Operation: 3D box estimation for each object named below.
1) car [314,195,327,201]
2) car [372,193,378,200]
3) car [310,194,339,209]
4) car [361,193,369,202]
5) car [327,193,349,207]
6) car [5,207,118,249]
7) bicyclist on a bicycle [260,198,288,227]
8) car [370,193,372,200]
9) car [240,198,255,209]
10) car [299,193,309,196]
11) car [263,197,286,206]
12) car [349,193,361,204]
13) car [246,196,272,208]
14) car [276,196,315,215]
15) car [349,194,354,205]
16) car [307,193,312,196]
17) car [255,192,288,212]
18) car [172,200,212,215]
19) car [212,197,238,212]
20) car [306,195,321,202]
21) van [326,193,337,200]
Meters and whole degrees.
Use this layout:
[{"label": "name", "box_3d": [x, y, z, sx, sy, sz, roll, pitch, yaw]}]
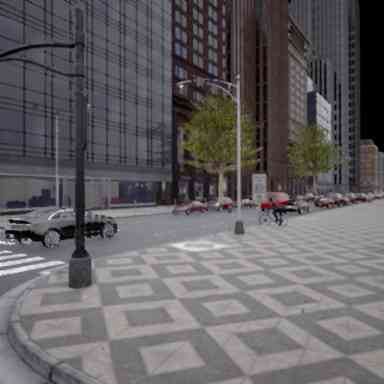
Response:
[{"label": "car", "box_3d": [28.611, 1.364, 73.973, 1.802, 1.307, 4.206, 0, 0, 35]}, {"label": "car", "box_3d": [42.021, 1.324, 78.421, 1.802, 1.307, 4.206, 0, 0, 35]}, {"label": "car", "box_3d": [16.445, 1.343, 41.262, 1.887, 1.381, 4.507, 0, 0, 35]}, {"label": "car", "box_3d": [32.431, 1.065, 64.487, 2.192, 1.841, 5.009, 0, 0, 35]}, {"label": "car", "box_3d": [19.642, 1.103, 45.908, 2.192, 1.841, 5.009, 0, 0, 35]}, {"label": "car", "box_3d": [-5.332, 1.404, 14.294, 2.128, 1.511, 4.902, -1, 0, 32]}, {"label": "bicyclist on a bicycle", "box_3d": [4.621, 1.154, 18.857, 1.656, 1.620, 0.582, -1, 0, 35]}, {"label": "car", "box_3d": [35.724, 1.268, 69.271, 1.752, 1.417, 4.829, 0, 0, 35]}, {"label": "car", "box_3d": [6.230, 1.433, 41.455, 1.802, 1.307, 4.206, 0, 0, 35]}, {"label": "car", "box_3d": [19.019, 1.353, 60.037, 1.887, 1.381, 4.507, 0, 0, 35]}, {"label": "car", "box_3d": [12.624, 1.393, 50.747, 1.947, 1.339, 4.313, 0, 0, 35]}, {"label": "car", "box_3d": [26.036, 1.084, 55.197, 2.192, 1.841, 5.009, 0, 0, 35]}, {"label": "car", "box_3d": [9.330, 1.364, 45.960, 1.752, 1.417, 4.829, 0, 0, 35]}, {"label": "car", "box_3d": [10.052, 1.391, 31.972, 1.947, 1.339, 4.313, 0, 0, 35]}, {"label": "car", "box_3d": [22.839, 1.344, 50.552, 1.947, 1.339, 4.313, 0, 0, 35]}, {"label": "car", "box_3d": [22.216, 1.114, 64.683, 2.192, 1.841, 5.009, 0, 0, 35]}, {"label": "car", "box_3d": [9.049, 1.053, 35.053, 2.150, 2.045, 5.566, 0, 0, 35]}, {"label": "car", "box_3d": [-0.165, 1.463, 32.164, 1.802, 1.307, 4.206, 0, 0, 35]}, {"label": "car", "box_3d": [3.031, 1.305, 36.809, 1.967, 1.590, 4.097, 0, 0, 35]}, {"label": "car", "box_3d": [25.415, 1.355, 69.329, 1.947, 1.339, 4.313, 0, 0, 35]}, {"label": "van", "box_3d": [35.004, 1.122, 83.266, 1.690, 1.788, 3.998, 0, 0, 35]}]
